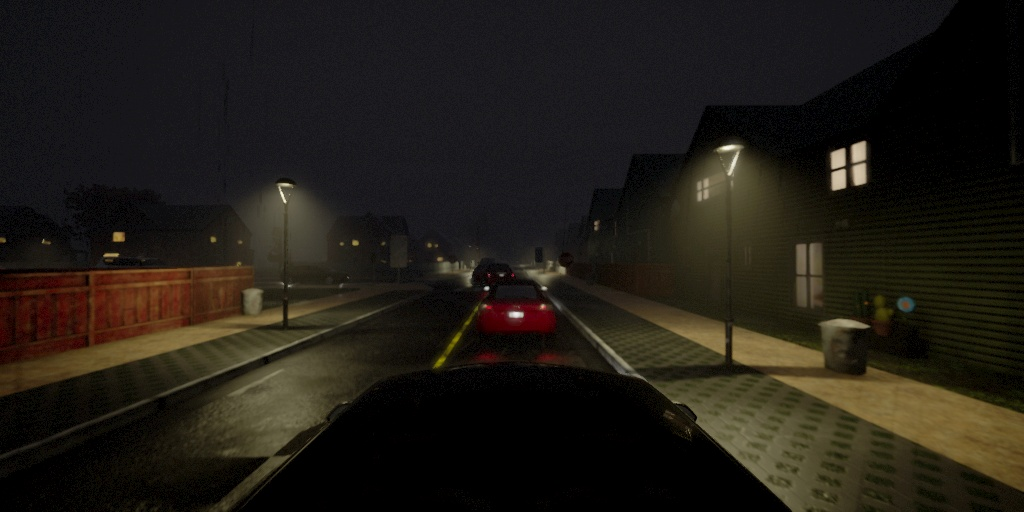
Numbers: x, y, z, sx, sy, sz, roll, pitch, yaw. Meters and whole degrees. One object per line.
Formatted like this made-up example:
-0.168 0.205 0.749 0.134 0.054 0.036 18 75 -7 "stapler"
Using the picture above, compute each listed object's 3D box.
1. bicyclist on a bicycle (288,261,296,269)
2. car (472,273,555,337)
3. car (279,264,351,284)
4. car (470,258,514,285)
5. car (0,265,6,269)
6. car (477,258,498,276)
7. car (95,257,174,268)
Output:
-20.199 1.286 32.806 0.582 1.620 1.656 0 -1 0 "bicyclist on a bicycle"
0.102 1.368 10.453 1.994 1.385 4.181 0 0 0 "car"
-14.748 1.392 26.982 4.892 1.490 1.837 0 -1 0 "car"
-1.381 1.244 24.641 2.097 1.767 4.553 0 0 -20 "car"
-44.943 1.304 29.684 4.553 1.767 2.097 0 -1 1 "car"
-2.826 1.227 42.640 2.150 2.045 5.566 0 0 0 "car"
-27.786 1.096 26.900 5.566 2.045 2.150 1 -1 0 "car"
